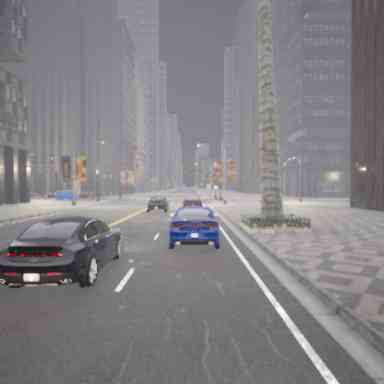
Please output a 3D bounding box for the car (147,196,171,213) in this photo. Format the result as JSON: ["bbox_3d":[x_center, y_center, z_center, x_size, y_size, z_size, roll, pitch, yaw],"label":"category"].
[{"bbox_3d":[-3.181,1.129,31.958,1.837,1.490,4.892,0,0,0],"label":"car"}]

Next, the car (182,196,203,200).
[{"bbox_3d":[0.067,1.085,33.283,1.882,1.535,5.008,0,1,0],"label":"car"}]

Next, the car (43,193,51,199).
[{"bbox_3d":[-26.340,0.618,64.146,4.313,1.339,1.947,0,1,0],"label":"car"}]

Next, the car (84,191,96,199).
[{"bbox_3d":[-20.716,0.539,64.133,4.097,1.590,1.967,0,1,0],"label":"car"}]

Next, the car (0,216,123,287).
[{"bbox_3d":[-3.158,1.398,8.950,1.837,1.490,4.892,0,1,0],"label":"car"}]

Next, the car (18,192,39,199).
[{"bbox_3d":[-31.966,0.557,64.158,4.403,1.369,2.008,0,1,0],"label":"car"}]

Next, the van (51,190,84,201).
[{"bbox_3d":[-20.733,0.601,55.608,3.998,1.788,1.690,0,1,0],"label":"van"}]

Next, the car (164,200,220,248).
[{"bbox_3d":[0.086,1.310,13.842,1.882,1.535,5.008,0,0,0],"label":"car"}]
